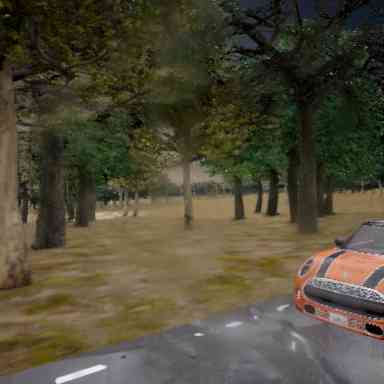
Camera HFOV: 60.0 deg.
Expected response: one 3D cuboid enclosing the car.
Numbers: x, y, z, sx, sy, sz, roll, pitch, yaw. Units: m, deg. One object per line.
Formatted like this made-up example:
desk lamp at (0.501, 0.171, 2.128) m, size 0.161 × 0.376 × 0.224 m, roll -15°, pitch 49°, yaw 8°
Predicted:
car at (4.022, 1.337, 6.410) m, size 4.553 × 1.767 × 2.097 m, roll 0°, pitch 0°, yaw -37°
